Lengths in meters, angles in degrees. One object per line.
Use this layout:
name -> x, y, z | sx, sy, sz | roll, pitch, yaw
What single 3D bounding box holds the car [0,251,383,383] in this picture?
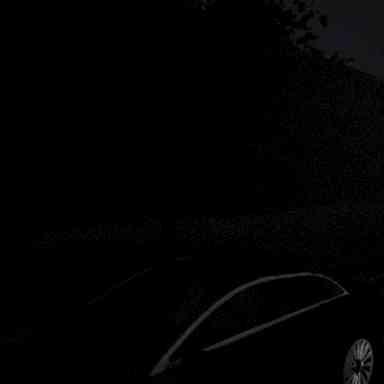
car -> 0.122, 1.478, 3.465 | 4.902, 1.511, 2.128 | 0, 0, -35
